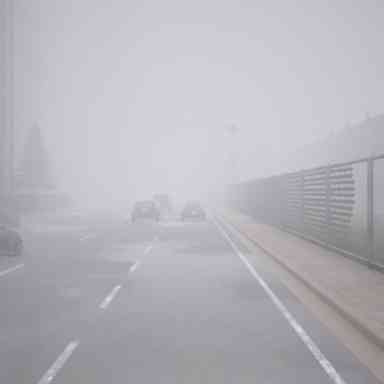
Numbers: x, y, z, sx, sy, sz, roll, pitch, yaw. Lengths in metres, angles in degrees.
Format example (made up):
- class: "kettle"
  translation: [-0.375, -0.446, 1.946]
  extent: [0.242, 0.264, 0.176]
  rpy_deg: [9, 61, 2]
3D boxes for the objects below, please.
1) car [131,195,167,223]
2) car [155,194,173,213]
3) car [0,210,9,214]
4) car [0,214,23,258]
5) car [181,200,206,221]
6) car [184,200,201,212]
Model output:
- class: "car"
  translation: [-3.416, 1.381, 26.281]
  extent: [2.097, 1.767, 4.553]
  rpy_deg: [0, 0, 0]
- class: "car"
  translation: [-3.424, 1.265, 38.526]
  extent: [2.150, 2.045, 5.566]
  rpy_deg: [0, 0, 0]
- class: "car"
  translation: [-10.569, 1.564, 16.474]
  extent: [2.033, 1.411, 5.357]
  rpy_deg: [0, 0, 0]
- class: "car"
  translation: [-7.037, 1.575, 10.179]
  extent: [1.994, 1.385, 4.181]
  rpy_deg: [0, 0, 0]
- class: "car"
  translation: [0.093, 1.596, 27.666]
  extent: [1.994, 1.385, 4.181]
  rpy_deg: [0, 0, 0]
- class: "car"
  translation: [0.086, 1.648, 39.673]
  extent: [1.895, 1.301, 4.718]
  rpy_deg: [0, 0, 0]
